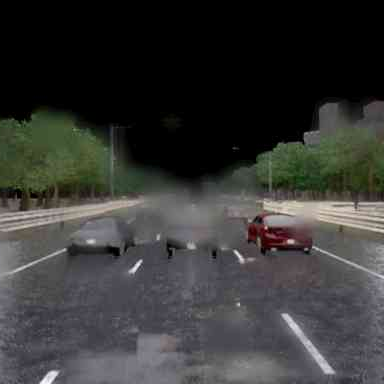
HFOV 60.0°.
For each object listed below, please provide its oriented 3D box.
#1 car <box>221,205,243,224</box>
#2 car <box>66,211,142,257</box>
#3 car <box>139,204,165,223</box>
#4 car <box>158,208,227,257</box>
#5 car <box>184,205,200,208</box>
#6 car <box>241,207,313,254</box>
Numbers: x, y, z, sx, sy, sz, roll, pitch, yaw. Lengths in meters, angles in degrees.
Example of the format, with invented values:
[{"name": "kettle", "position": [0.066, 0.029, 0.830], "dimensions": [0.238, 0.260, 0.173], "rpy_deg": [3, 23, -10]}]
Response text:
[{"name": "car", "position": [3.507, 1.817, 27.520], "dimensions": [2.033, 1.411, 5.357], "rpy_deg": [0, 0, 0]}, {"name": "car", "position": [-3.480, 1.701, 13.529], "dimensions": [1.994, 1.385, 4.181], "rpy_deg": [0, 0, 0]}, {"name": "car", "position": [-3.484, 1.785, 28.499], "dimensions": [1.837, 1.490, 4.892], "rpy_deg": [0, 0, 0]}, {"name": "car", "position": [0.019, 1.629, 13.512], "dimensions": [2.128, 1.511, 4.902], "rpy_deg": [0, 0, 0]}, {"name": "car", "position": [0.007, 1.817, 27.520], "dimensions": [2.033, 1.411, 5.357], "rpy_deg": [0, 0, 0]}, {"name": "car", "position": [3.525, 1.621, 14.249], "dimensions": [1.882, 1.535, 5.008], "rpy_deg": [0, 0, 0]}]
